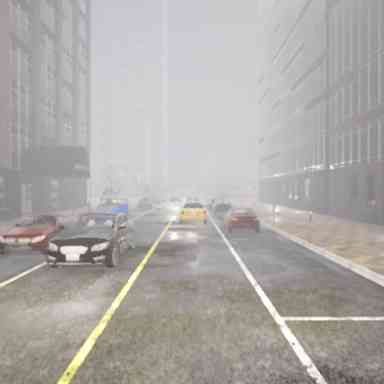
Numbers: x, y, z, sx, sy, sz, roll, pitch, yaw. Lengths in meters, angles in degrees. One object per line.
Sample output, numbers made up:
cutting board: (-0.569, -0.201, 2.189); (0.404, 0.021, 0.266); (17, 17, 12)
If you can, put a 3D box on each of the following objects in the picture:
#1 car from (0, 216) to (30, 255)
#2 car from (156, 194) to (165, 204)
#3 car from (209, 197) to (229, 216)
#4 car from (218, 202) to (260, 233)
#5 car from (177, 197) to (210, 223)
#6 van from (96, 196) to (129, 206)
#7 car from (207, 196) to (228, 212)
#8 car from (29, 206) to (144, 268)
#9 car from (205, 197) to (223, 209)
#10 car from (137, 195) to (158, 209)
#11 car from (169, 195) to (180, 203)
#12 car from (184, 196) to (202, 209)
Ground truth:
car: (-5.690, 1.505, 12.857); (1.802, 1.307, 4.206); (0, 0, 0)
car: (-5.684, 1.257, 52.705); (1.802, 1.307, 4.206); (0, 0, 0)
car: (2.693, 1.372, 29.930); (2.008, 1.369, 4.403); (0, 0, 0)
car: (2.692, 1.471, 18.546); (1.802, 1.307, 4.206); (0, 0, 0)
car: (0.102, 1.314, 23.709); (1.801, 1.575, 5.366); (0, 0, 0)
van: (-5.688, 1.196, 24.239); (1.690, 1.788, 3.998); (0, 0, 0)
car: (2.694, 1.227, 35.621); (1.967, 1.590, 4.097); (0, 0, 0)
car: (-3.100, 1.425, 11.087); (2.128, 1.511, 4.902); (0, 0, 0)
car: (2.695, 1.303, 41.315); (2.008, 1.369, 4.403); (0, 0, 0)
car: (-5.686, 1.334, 41.317); (1.802, 1.307, 4.206); (0, 0, 0)
car: (-2.996, 1.165, 60.285); (2.033, 1.411, 5.357); (0, 0, 0)
car: (0.104, 1.297, 41.765); (2.033, 1.411, 5.357); (0, 0, 0)
